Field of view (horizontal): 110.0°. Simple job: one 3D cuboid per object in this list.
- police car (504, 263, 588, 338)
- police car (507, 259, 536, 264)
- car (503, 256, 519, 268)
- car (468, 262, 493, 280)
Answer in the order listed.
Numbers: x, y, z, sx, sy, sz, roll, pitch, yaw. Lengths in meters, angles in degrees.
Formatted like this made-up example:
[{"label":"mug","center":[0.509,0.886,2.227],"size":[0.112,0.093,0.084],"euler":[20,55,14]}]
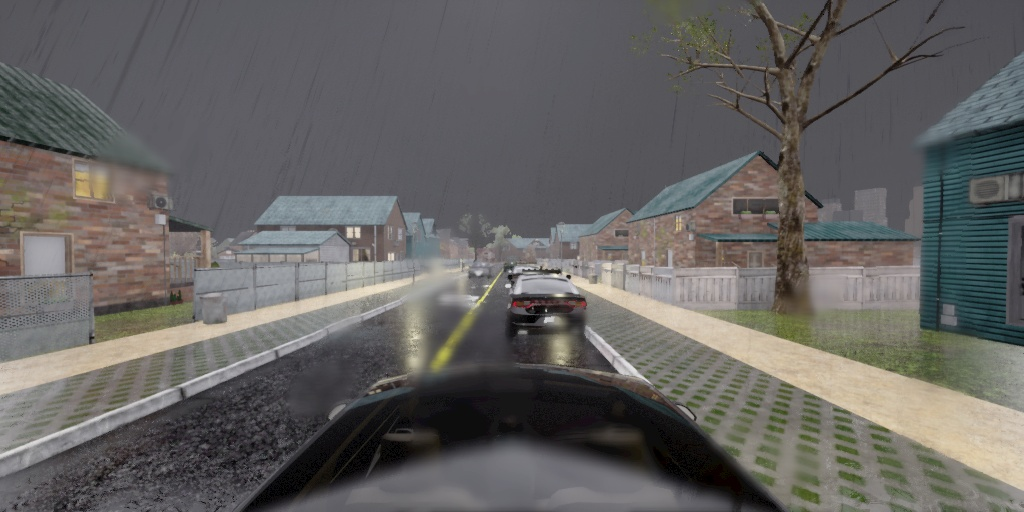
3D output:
[{"label":"police car","center":[0.827,1.175,10.279],"size":[1.930,1.638,5.238],"euler":[0,0,0]},{"label":"police car","center":[0.830,1.182,20.282],"size":[1.930,1.638,5.238],"euler":[0,0,0]},{"label":"car","center":[0.033,1.027,46.927],"size":[2.150,2.045,5.566],"euler":[0,0,0]},{"label":"car","center":[-2.742,1.264,31.823],"size":[2.128,1.511,4.902],"euler":[0,0,0]}]
